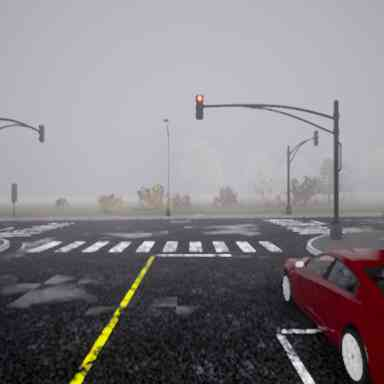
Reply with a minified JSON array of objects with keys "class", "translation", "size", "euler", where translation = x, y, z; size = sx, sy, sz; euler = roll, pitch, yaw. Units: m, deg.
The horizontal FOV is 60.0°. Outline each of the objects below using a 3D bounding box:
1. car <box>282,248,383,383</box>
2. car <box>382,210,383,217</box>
[{"class":"car","translation":[2.705,1.543,5.162],"size":[1.887,1.381,4.507],"euler":[0,0,0]},{"class":"car","translation":[16.601,1.329,23.691],"size":[5.357,1.411,2.033],"euler":[-1,0,0]}]
